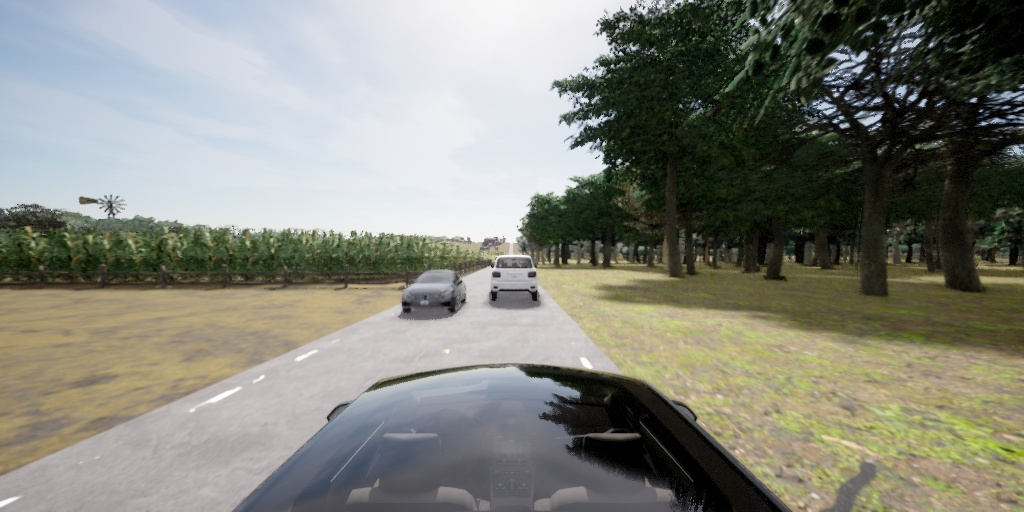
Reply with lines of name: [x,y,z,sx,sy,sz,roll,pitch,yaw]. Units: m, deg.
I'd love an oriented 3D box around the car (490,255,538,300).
car: [0.100,0.973,17.998,2.150,2.045,5.566,0,0,0]

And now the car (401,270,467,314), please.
car: [-2.849,1.274,14.026,1.812,1.442,4.674,0,0,0]
